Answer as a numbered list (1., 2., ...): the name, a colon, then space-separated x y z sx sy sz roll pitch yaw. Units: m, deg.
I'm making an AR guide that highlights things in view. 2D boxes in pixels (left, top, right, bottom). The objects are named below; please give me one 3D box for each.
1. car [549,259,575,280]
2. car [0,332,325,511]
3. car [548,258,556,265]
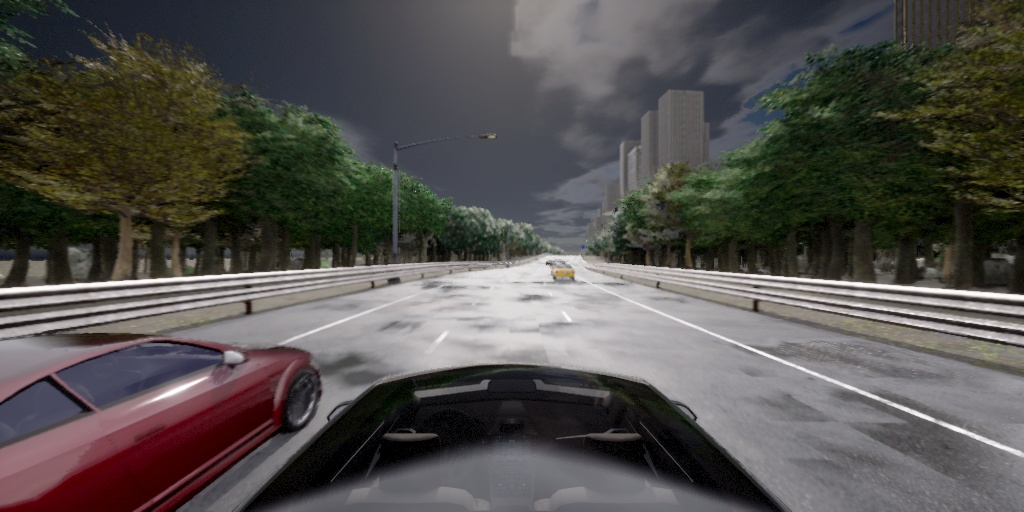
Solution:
1. car: 4.548 1.309 32.130 1.801 1.575 5.366 0 0 4
2. car: -3.373 1.296 2.865 1.994 1.385 4.181 0 0 0
3. car: 5.475 1.387 42.861 1.801 1.575 5.366 0 -1 6
